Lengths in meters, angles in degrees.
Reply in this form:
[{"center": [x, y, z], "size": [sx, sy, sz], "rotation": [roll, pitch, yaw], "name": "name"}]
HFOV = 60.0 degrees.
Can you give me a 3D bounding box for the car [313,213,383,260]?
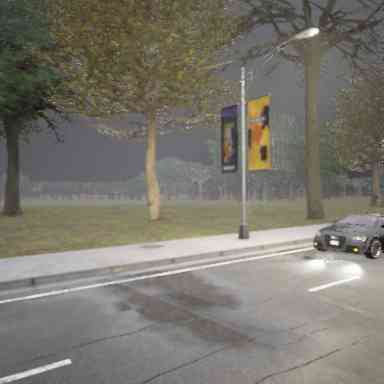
[{"center": [6.346, 1.486, 12.180], "size": [4.181, 1.385, 1.994], "rotation": [0, 0, -35], "name": "car"}]
